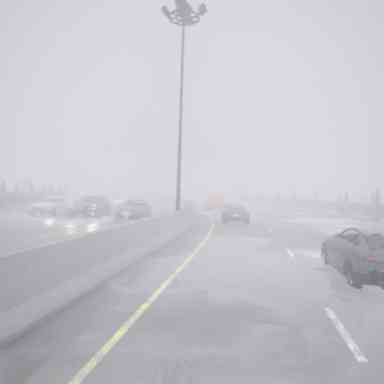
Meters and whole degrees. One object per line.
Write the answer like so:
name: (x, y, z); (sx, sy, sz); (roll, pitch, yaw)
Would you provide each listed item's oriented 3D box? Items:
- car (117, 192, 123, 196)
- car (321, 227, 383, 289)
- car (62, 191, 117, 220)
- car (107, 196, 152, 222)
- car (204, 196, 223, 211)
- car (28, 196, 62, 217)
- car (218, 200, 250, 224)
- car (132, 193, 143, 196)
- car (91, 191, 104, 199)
car: (-14.991, 0.730, 66.347); (2.128, 1.511, 4.902); (2, 0, -23)
car: (5.061, 1.687, 9.425); (1.994, 1.385, 4.181); (2, 0, 10)
car: (-7.472, 1.016, 24.724); (2.097, 1.767, 4.553); (2, 0, 2)
car: (-4.044, 1.269, 23.553); (2.128, 1.511, 4.902); (2, 0, 3)
car: (2.737, 1.280, 40.232); (2.097, 1.767, 4.553); (2, 0, -5)
car: (-10.887, 1.077, 25.909); (1.812, 1.442, 4.674); (2, 0, 2)
car: (3.210, 1.567, 25.035); (1.994, 1.385, 4.181); (2, 0, 3)
car: (-10.662, 0.948, 65.164); (2.033, 1.411, 5.357); (2, 0, -21)
car: (-18.997, 0.579, 66.675); (1.837, 1.490, 4.892); (2, 0, -24)
